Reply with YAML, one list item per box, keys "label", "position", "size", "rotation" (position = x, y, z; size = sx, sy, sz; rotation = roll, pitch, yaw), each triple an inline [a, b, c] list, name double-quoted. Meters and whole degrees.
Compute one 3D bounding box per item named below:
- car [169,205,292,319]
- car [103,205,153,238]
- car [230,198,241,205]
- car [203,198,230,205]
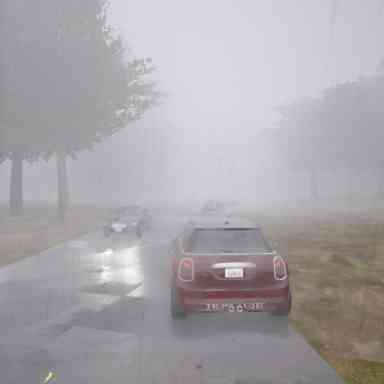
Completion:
- label: "car"
  position: [0.565, 1.352, 7.599]
  size: [2.097, 1.767, 4.553]
  rotation: [0, 0, -3]
- label: "car"
  position: [-3.290, 1.492, 17.900]
  size: [2.128, 1.511, 4.902]
  rotation: [0, 0, 3]
- label: "car"
  position: [5.381, 1.532, 45.731]
  size: [1.895, 1.301, 4.718]
  rotation: [0, 1, 22]
- label: "car"
  position: [2.394, 1.542, 35.852]
  size: [2.033, 1.411, 5.357]
  rotation: [0, 0, 14]
